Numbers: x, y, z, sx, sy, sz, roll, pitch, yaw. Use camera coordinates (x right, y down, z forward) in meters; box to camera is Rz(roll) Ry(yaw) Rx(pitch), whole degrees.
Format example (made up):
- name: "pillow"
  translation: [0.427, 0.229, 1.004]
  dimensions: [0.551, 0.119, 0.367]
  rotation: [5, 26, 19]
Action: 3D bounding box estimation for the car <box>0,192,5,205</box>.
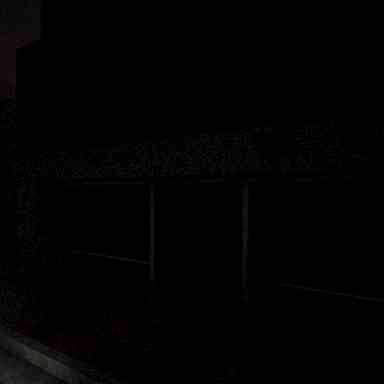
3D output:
- name: "car"
  translation: [-16.727, 1.046, 26.073]
  dimensions: [2.150, 2.045, 5.566]
  rotation: [0, 0, 35]
